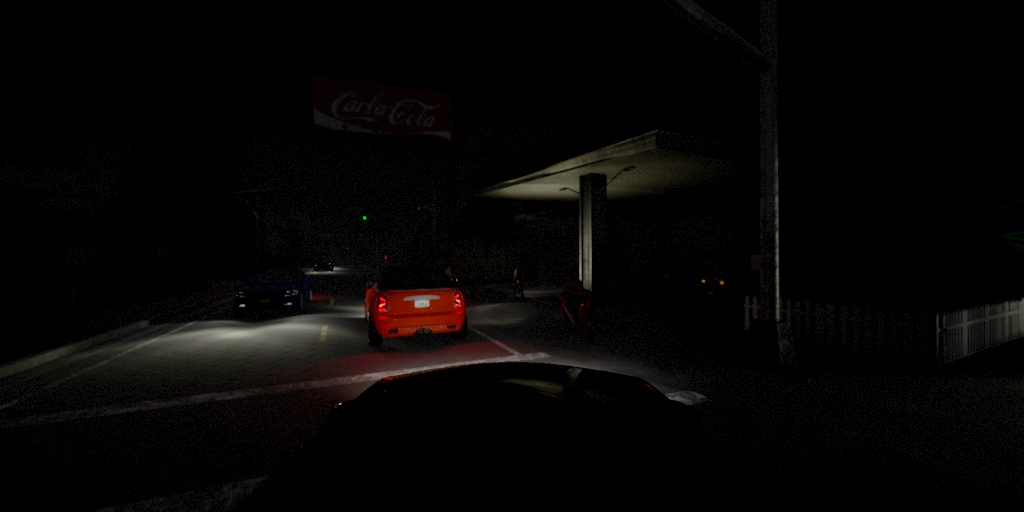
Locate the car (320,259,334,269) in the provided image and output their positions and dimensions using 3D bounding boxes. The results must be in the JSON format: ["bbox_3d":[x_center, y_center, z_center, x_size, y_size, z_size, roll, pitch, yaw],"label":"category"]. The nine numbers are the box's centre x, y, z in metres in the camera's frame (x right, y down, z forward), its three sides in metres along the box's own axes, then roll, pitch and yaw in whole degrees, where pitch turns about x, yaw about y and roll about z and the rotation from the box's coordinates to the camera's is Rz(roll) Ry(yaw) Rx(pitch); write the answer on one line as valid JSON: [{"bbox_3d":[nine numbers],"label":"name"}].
[{"bbox_3d":[-28.589,1.238,55.559,1.837,1.490,4.892,0,0,-25],"label":"car"}]

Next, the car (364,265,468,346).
[{"bbox_3d":[-2.722,1.018,9.456,2.097,1.767,4.553,0,0,-23],"label":"car"}]

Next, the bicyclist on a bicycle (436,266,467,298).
[{"bbox_3d":[-3.014,1.262,16.470,1.656,1.620,0.582,1,0,36],"label":"bicyclist on a bicycle"}]

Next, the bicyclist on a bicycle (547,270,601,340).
[{"bbox_3d":[1.504,1.189,8.867,0.582,1.620,1.656,3,-2,-44],"label":"bicyclist on a bicycle"}]

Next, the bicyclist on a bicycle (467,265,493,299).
[{"bbox_3d":[-1.741,1.292,17.884,1.656,1.620,0.582,1,0,-23],"label":"bicyclist on a bicycle"}]

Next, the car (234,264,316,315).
[{"bbox_3d":[-8.797,1.180,13.542,1.882,1.535,5.008,1,-1,-24],"label":"car"}]

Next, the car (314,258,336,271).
[{"bbox_3d":[-24.452,1.075,46.596,2.097,1.767,4.553,0,0,-25],"label":"car"}]

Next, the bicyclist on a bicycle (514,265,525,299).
[{"bbox_3d":[0.364,1.293,18.051,0.582,1.620,1.656,0,0,15],"label":"bicyclist on a bicycle"}]
